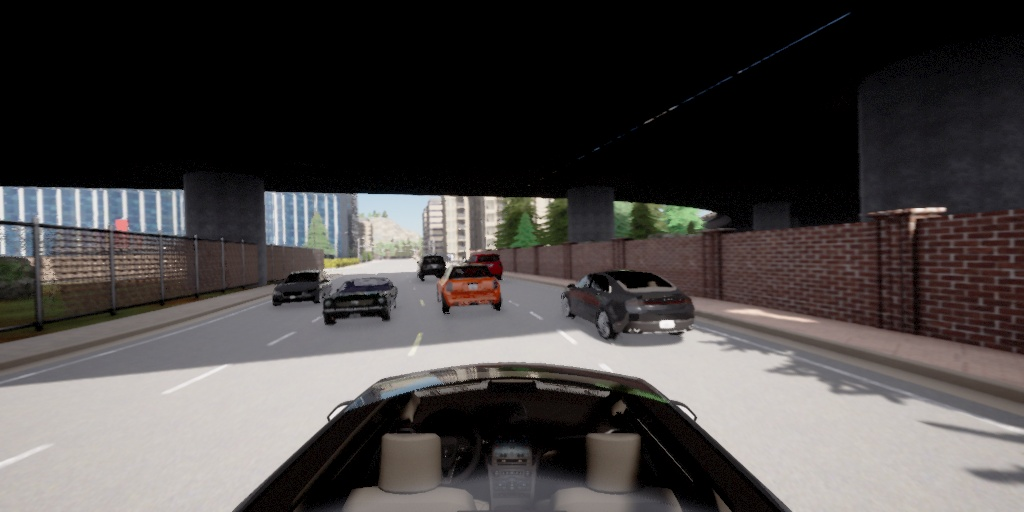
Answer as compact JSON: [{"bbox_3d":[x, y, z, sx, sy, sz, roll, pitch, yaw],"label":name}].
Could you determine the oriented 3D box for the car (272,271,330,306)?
[{"bbox_3d":[-10.020,1.497,17.466,1.837,1.490,4.892,-2,0,-18],"label":"car"}]

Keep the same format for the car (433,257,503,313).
[{"bbox_3d":[-1.839,1.072,14.211,2.097,1.767,4.553,-2,0,-14],"label":"car"}]

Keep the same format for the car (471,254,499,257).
[{"bbox_3d":[-2.314,0.861,28.064,2.150,2.045,5.566,-2,0,-17],"label":"car"}]

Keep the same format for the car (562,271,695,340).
[{"bbox_3d":[2.742,1.122,9.581,1.837,1.490,4.892,-1,0,-9],"label":"car"}]

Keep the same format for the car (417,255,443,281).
[{"bbox_3d":[-6.959,0.977,31.065,2.150,2.045,5.566,-2,0,-18],"label":"car"}]

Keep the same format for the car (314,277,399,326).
[{"bbox_3d":[-5.070,1.426,12.520,1.895,1.301,4.718,-2,0,-14],"label":"car"}]
